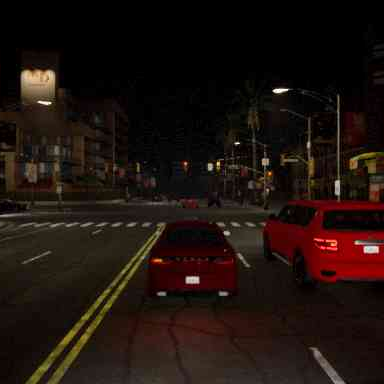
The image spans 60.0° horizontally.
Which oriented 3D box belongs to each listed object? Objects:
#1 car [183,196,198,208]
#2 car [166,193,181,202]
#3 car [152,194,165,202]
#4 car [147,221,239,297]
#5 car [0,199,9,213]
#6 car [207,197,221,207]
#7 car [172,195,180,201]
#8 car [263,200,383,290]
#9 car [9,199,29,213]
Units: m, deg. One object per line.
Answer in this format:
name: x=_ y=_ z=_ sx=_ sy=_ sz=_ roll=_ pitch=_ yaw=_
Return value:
car: x=-0.216 y=1.350 z=48.828 sx=2.097 sy=1.767 sz=4.553 roll=0 pitch=0 yaw=0
car: x=-3.977 y=1.223 z=72.984 sx=2.150 sy=2.045 sz=5.566 roll=0 pitch=0 yaw=0
car: x=-7.472 y=1.550 z=72.205 sx=1.994 sy=1.385 sz=4.181 roll=0 pitch=0 yaw=0
car: x=0.014 y=1.477 z=8.621 sx=1.882 sy=1.535 sz=5.008 roll=0 pitch=0 yaw=0
car: x=-20.501 y=1.563 z=32.013 sx=4.181 sy=1.385 sz=1.994 roll=0 pitch=0 yaw=0
car: x=3.275 y=1.524 z=50.297 sx=1.812 sy=1.442 sz=4.674 roll=0 pitch=0 yaw=0
car: x=-4.053 y=1.521 z=84.467 sx=1.812 sy=1.442 sz=4.674 roll=0 pitch=0 yaw=0
car: x=3.511 y=1.221 z=9.197 sx=2.150 sy=2.045 sz=5.566 roll=0 pitch=0 yaw=0
car: x=-20.006 y=1.491 z=35.562 sx=4.902 sy=1.511 sz=2.128 roll=0 pitch=0 yaw=-1
